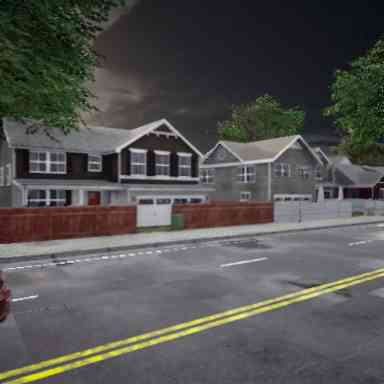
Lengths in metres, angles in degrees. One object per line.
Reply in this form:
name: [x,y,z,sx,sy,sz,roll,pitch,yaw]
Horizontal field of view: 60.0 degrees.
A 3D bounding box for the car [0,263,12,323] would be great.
car: [-4.910,1.522,4.160,4.674,1.442,1.812,0,0,-36]
